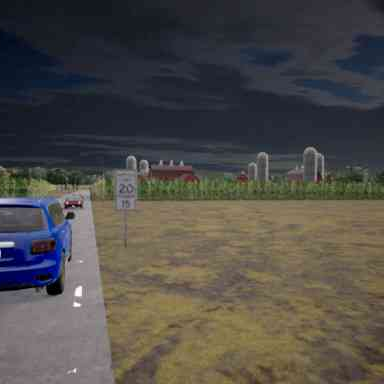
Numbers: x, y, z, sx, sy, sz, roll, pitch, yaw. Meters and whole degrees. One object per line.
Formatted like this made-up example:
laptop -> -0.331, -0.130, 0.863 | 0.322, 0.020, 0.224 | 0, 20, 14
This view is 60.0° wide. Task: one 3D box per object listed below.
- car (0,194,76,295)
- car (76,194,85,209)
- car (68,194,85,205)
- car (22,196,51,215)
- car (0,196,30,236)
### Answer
car -> -4.228, 1.130, 8.279 | 2.150, 2.045, 5.566 | 0, 1, -17
car -> -13.094, 1.170, 37.055 | 1.895, 1.301, 4.718 | 0, 1, -17
car -> -16.117, 0.997, 46.658 | 2.033, 1.411, 5.357 | 0, 1, -17
car -> -13.944, 1.159, 30.059 | 1.812, 1.442, 4.674 | 0, 1, -17
car -> -10.057, 1.134, 17.470 | 2.097, 1.767, 4.553 | 0, 1, -17
